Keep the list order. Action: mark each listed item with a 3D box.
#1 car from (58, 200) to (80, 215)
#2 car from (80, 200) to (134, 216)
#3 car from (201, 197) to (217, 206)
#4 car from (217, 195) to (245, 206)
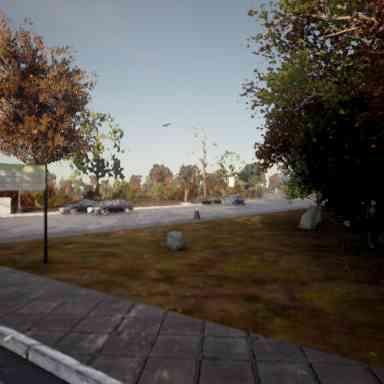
[{"bbox_3d":[-11.294,1.539,34.069,1.812,1.442,4.674,0,0,39],"label":"car"},{"bbox_3d":[-7.949,1.501,32.648,2.128,1.511,4.902,0,0,39],"label":"car"},{"bbox_3d":[3.421,1.510,53.092,1.895,1.301,4.718,0,0,36],"label":"car"},{"bbox_3d":[6.393,1.256,51.235,2.097,1.767,4.553,0,0,36],"label":"car"}]
